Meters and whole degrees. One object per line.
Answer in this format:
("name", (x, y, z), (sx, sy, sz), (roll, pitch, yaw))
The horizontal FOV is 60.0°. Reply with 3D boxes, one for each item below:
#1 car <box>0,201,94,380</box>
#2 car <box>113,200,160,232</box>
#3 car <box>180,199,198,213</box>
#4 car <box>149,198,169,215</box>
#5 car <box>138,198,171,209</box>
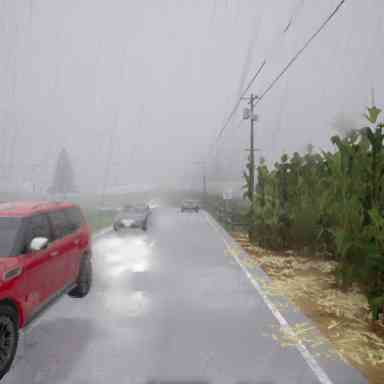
("car", (-3.339, 1.222, 5.655), (2.150, 2.045, 5.566), (0, 0, -1))
("car", (-3.414, 1.492, 20.093), (2.128, 1.511, 4.902), (0, 0, 0))
("car", (-0.306, 1.491, 37.481), (2.128, 1.511, 4.902), (0, 0, -2))
("car", (-3.527, 1.525, 33.461), (1.812, 1.442, 4.674), (0, 0, 0))
("car", (-5.268, 1.564, 46.472), (4.181, 1.385, 1.994), (0, 0, 27))
